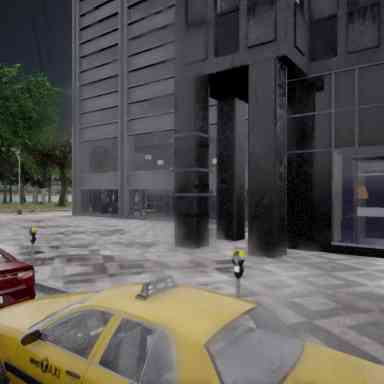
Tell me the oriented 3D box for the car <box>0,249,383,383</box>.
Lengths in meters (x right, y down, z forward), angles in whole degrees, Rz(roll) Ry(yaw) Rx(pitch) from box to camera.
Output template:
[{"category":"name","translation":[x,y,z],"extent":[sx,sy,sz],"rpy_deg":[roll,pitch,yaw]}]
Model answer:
[{"category":"car","translation":[-0.537,1.525,3.347],"extent":[4.829,1.417,1.752],"rpy_deg":[0,0,36]}]

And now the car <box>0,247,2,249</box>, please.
[{"category":"car","translation":[-4.823,1.545,6.410],"extent":[4.507,1.381,1.887],"rpy_deg":[0,0,36]}]
